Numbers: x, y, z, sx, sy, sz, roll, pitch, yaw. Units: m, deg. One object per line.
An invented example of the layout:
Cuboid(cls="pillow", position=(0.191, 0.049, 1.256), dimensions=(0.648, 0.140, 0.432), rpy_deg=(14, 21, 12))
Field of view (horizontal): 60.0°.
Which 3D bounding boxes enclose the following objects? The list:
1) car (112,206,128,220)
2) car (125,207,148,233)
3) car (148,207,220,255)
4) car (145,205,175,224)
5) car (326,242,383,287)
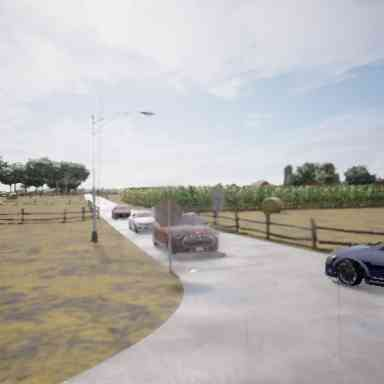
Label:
Cuboid(cls="car", position=(-8.021, 2.292, 37.939), dimensions=(1.882, 1.535, 5.008), rpy_deg=(-1, 0, -19))
Cuboid(cls="car", position=(-3.590, 2.156, 24.925), dimensions=(1.812, 1.442, 4.674), rpy_deg=(-1, -1, -19))
Cuboid(cls="car", position=(-0.418, 1.775, 15.603), dimensions=(2.097, 1.767, 4.553), rpy_deg=(-1, -1, -19))
Cuboid(cls="car", position=(-3.264, 2.182, 32.761), dimensions=(1.882, 1.535, 5.008), rpy_deg=(-1, 0, -19))
Cuboid(cls="car", position=(5.582, 1.715, 8.273), dimensions=(1.994, 1.385, 4.181), rpy_deg=(-2, 0, -43))
